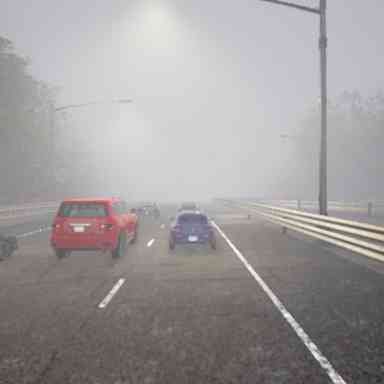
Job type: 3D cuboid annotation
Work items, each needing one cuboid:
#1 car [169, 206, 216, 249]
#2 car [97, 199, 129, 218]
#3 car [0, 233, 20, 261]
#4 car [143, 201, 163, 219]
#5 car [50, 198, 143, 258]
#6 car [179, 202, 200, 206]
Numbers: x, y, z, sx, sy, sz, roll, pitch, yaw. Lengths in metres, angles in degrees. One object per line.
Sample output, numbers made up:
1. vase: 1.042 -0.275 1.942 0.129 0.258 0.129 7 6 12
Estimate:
1. car: 0.010 1.528 14.435 1.812 1.442 4.674 0 0 -1
2. car: -7.251 1.498 31.075 1.882 1.535 5.008 0 0 -1
3. car: -6.941 1.550 9.182 2.033 1.411 5.357 0 0 0
4. car: -3.719 1.509 29.491 2.128 1.511 4.902 0 0 -1
5. car: -3.471 1.224 12.854 2.150 2.045 5.566 0 0 -1
6. car: -0.229 1.581 29.998 1.994 1.385 4.181 0 0 -1
